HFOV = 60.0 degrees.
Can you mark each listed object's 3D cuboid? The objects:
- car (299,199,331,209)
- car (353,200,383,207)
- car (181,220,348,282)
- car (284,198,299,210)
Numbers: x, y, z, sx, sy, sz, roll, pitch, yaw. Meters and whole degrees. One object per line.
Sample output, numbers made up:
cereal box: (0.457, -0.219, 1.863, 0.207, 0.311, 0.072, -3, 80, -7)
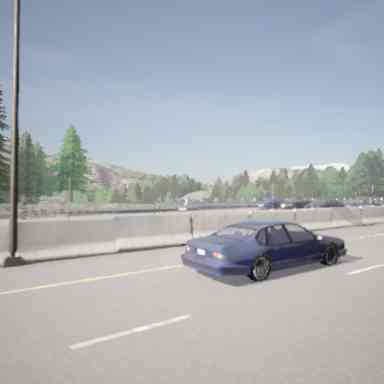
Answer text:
car: (14.162, 1.450, 35.452, 5.357, 1.411, 2.033, 0, 0, -35)
car: (17.484, 1.468, 33.509, 4.181, 1.385, 1.994, 0, 0, -35)
car: (2.283, 1.523, 9.669, 5.357, 1.411, 2.033, 0, 0, -35)
car: (12.106, 1.389, 38.279, 4.902, 1.511, 2.128, 0, 0, -35)
